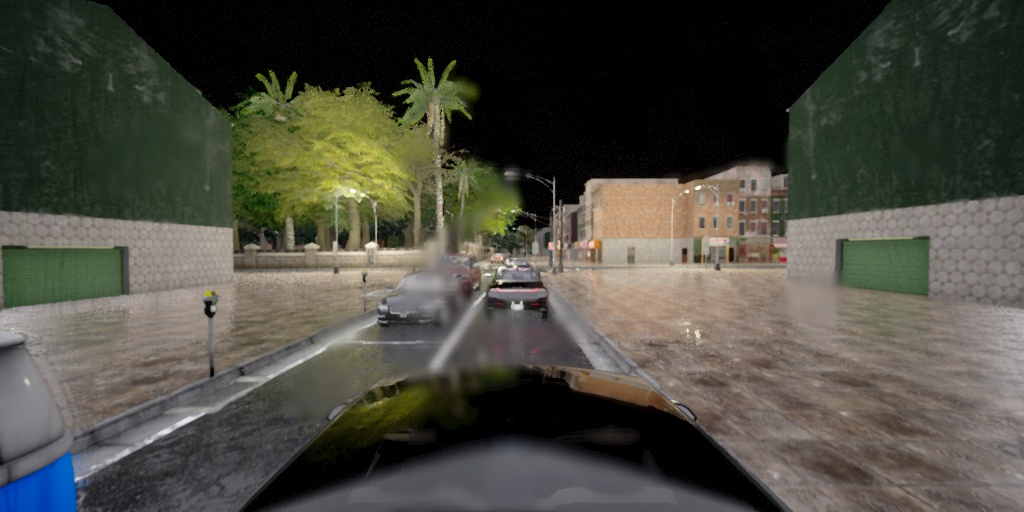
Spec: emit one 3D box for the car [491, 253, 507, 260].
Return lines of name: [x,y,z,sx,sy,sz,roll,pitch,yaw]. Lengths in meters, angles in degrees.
car: [-2.202,0.364,54.330,1.967,1.591,4.097,0,0,0]

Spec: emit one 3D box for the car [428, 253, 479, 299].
car: [-2.520,0.813,16.189,2.192,1.841,5.009,0,0,0]

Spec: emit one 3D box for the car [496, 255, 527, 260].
car: [0.267,0.900,21.592,2.128,1.511,4.902,0,1,-2]

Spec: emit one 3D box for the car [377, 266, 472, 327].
car: [-2.565,1.142,10.727,2.007,1.370,4.403,0,0,0]

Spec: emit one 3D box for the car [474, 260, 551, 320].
car: [0.177,1.066,11.683,2.128,1.511,4.902,0,1,1]
